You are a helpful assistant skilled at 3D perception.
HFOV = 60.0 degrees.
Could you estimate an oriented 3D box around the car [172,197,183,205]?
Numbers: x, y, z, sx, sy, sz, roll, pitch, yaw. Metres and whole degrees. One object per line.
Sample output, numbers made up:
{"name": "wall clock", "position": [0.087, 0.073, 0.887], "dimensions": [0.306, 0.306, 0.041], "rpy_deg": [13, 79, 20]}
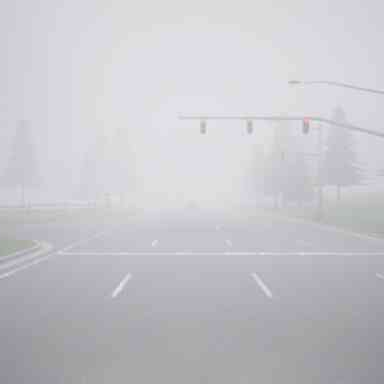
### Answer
{"name": "car", "position": [-3.516, 2.212, 75.771], "dimensions": [2.033, 1.411, 5.357], "rpy_deg": [0, -1, 0]}

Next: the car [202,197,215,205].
{"name": "car", "position": [3.484, 2.197, 75.772], "dimensions": [2.128, 1.511, 4.902], "rpy_deg": [0, -1, 0]}

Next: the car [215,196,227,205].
{"name": "car", "position": [6.984, 2.196, 75.773], "dimensions": [1.812, 1.442, 4.674], "rpy_deg": [0, -1, 0]}

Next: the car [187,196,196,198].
{"name": "car", "position": [-0.016, 2.225, 75.771], "dimensions": [1.994, 1.385, 4.181], "rpy_deg": [0, -1, 0]}

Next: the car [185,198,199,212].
{"name": "car", "position": [-0.010, 1.954, 46.409], "dimensions": [1.812, 1.442, 4.674], "rpy_deg": [0, -1, 0]}

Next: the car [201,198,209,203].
{"name": "car", "position": [3.482, 2.234, 87.472], "dimensions": [1.895, 1.301, 4.718], "rpy_deg": [0, -1, 0]}

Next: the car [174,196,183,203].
{"name": "car", "position": [-3.518, 1.994, 87.413], "dimensions": [2.097, 1.767, 4.553], "rpy_deg": [0, -1, 0]}

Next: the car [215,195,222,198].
{"name": "car", "position": [6.982, 1.864, 87.476], "dimensions": [2.150, 2.045, 5.566], "rpy_deg": [0, -1, 0]}
